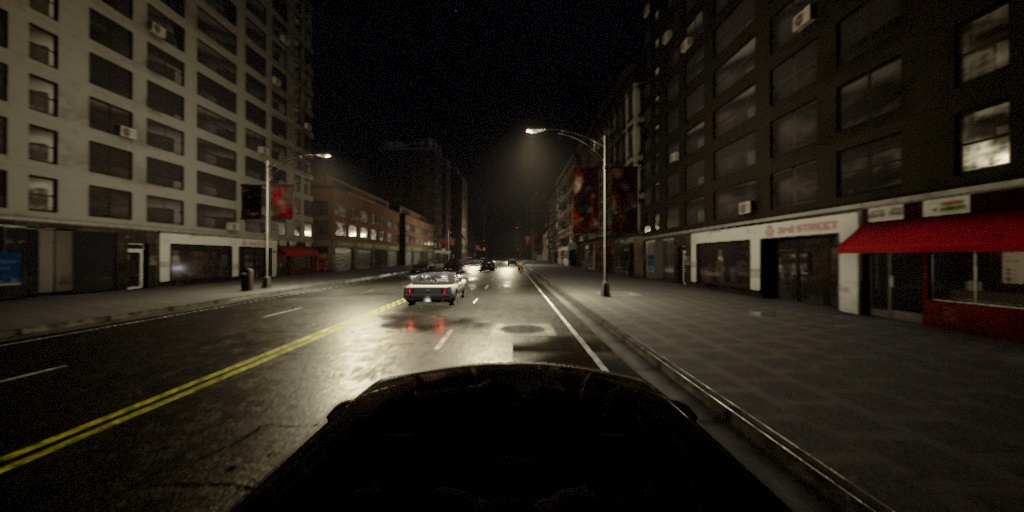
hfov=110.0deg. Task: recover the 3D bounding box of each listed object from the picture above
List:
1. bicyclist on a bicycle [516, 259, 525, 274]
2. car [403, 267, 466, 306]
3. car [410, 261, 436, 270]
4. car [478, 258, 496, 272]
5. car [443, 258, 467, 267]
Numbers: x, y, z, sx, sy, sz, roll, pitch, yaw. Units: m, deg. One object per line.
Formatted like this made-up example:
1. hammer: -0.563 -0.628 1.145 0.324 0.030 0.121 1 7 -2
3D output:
1. bicyclist on a bicycle: 0.879 1.184 35.322 0.866 1.612 1.509 0 0 0
2. car: -3.147 1.350 15.606 1.895 1.301 4.718 0 0 0
3. car: -9.828 1.295 40.053 2.033 1.411 5.357 0 0 0
4. car: -3.141 1.292 47.146 2.033 1.411 5.357 0 0 0
5. car: -6.576 1.252 40.303 1.837 1.490 4.892 0 0 0
